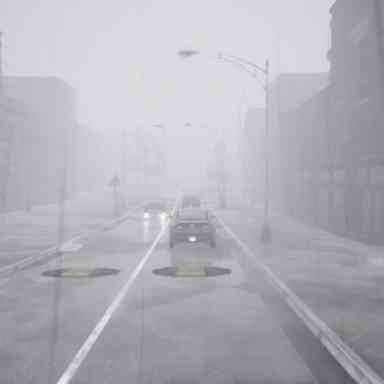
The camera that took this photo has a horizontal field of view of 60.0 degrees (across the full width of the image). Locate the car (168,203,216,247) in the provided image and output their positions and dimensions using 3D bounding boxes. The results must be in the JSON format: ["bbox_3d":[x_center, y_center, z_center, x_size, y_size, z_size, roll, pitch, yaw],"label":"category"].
[{"bbox_3d":[0.005,1.457,14.714,1.837,1.490,4.892,0,1,0],"label":"car"}]

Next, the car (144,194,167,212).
[{"bbox_3d":[-3.290,0.973,30.703,1.812,1.442,4.674,0,3,0],"label":"car"}]

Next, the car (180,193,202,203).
[{"bbox_3d":[-0.104,0.856,32.411,1.837,1.490,4.892,0,3,0],"label":"car"}]

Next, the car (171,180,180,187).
[{"bbox_3d":[-3.455,-1.841,71.263,1.837,1.490,4.892,0,4,0],"label":"car"}]
